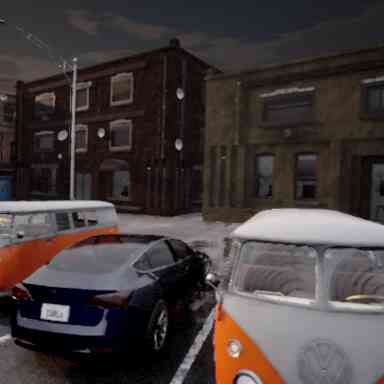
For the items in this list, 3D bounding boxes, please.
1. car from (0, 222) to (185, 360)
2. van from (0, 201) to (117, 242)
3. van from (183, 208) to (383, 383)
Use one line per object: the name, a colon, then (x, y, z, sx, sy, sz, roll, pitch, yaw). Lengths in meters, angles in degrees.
car: (-0.982, 1.480, 6.141, 2.163, 1.488, 4.792, 0, -1, 15)
van: (-3.467, 1.200, 7.742, 1.878, 1.987, 4.442, 1, 0, 15)
van: (1.444, 1.247, 4.254, 1.878, 1.987, 4.442, 1, 0, 15)
